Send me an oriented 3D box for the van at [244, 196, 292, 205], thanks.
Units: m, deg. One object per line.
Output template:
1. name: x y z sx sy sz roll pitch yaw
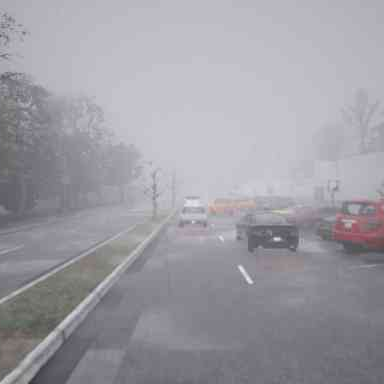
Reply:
1. van: 7.951 1.369 33.620 4.442 1.987 1.878 1 1 -20

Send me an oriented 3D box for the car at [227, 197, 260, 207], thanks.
1. car: 8.045 1.508 51.573 4.674 1.452 2.002 1 0 -20

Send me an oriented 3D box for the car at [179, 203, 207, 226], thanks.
1. car: 0.090 1.724 24.326 1.895 1.301 4.718 0 0 0

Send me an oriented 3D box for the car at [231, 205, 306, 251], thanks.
1. car: 3.094 1.573 14.536 1.882 1.535 5.008 0 0 0

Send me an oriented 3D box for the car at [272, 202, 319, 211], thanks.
1. car: 8.033 1.641 21.720 4.792 1.488 2.163 1 0 -20

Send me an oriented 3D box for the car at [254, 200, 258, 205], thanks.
1. car: 8.085 1.645 27.717 4.792 1.488 2.163 1 0 -20

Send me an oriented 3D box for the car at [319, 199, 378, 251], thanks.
1. car: 8.094 1.325 12.793 5.566 2.045 2.435 1 -1 -20

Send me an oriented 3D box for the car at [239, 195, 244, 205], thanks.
1. car: 8.028 1.453 36.648 4.553 1.767 2.185 1 0 -20

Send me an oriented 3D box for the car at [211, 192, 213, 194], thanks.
1. car: 7.866 1.373 81.327 5.366 1.575 1.946 1 0 -20

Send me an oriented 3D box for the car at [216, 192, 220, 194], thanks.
1. car: 8.075 1.158 63.514 5.566 2.045 2.435 1 0 -20

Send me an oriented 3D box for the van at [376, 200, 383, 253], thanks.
1. van: 7.960 1.329 9.750 4.442 1.987 1.878 1 0 -20

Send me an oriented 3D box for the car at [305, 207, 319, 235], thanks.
1. car: 8.059 1.631 15.763 4.674 1.452 2.002 1 -1 -20

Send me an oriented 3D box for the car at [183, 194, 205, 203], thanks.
1. car: 0.083 1.283 39.894 2.150 2.045 5.566 0 0 0

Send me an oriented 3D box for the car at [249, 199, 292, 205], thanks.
1. car: 8.052 1.645 30.689 4.674 1.452 2.002 1 0 -20

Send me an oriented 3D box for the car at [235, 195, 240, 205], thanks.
1. car: 7.879 1.531 42.558 5.366 1.575 1.946 1 1 -20

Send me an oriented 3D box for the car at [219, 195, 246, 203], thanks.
1. car: 8.050 1.401 66.479 5.008 1.535 2.097 1 0 -20

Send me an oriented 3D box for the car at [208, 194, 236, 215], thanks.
1. car: 3.086 1.446 35.494 2.097 1.767 4.553 0 0 0

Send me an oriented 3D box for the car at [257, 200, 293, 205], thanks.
1. car: 7.888 1.609 24.647 5.366 1.575 1.946 1 0 -20

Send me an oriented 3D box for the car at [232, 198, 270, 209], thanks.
1. car: 8.078 1.542 45.620 4.792 1.488 2.163 1 0 -20

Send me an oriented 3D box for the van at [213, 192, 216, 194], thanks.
1. van: 7.934 1.155 78.368 4.442 1.987 1.878 1 0 -20
